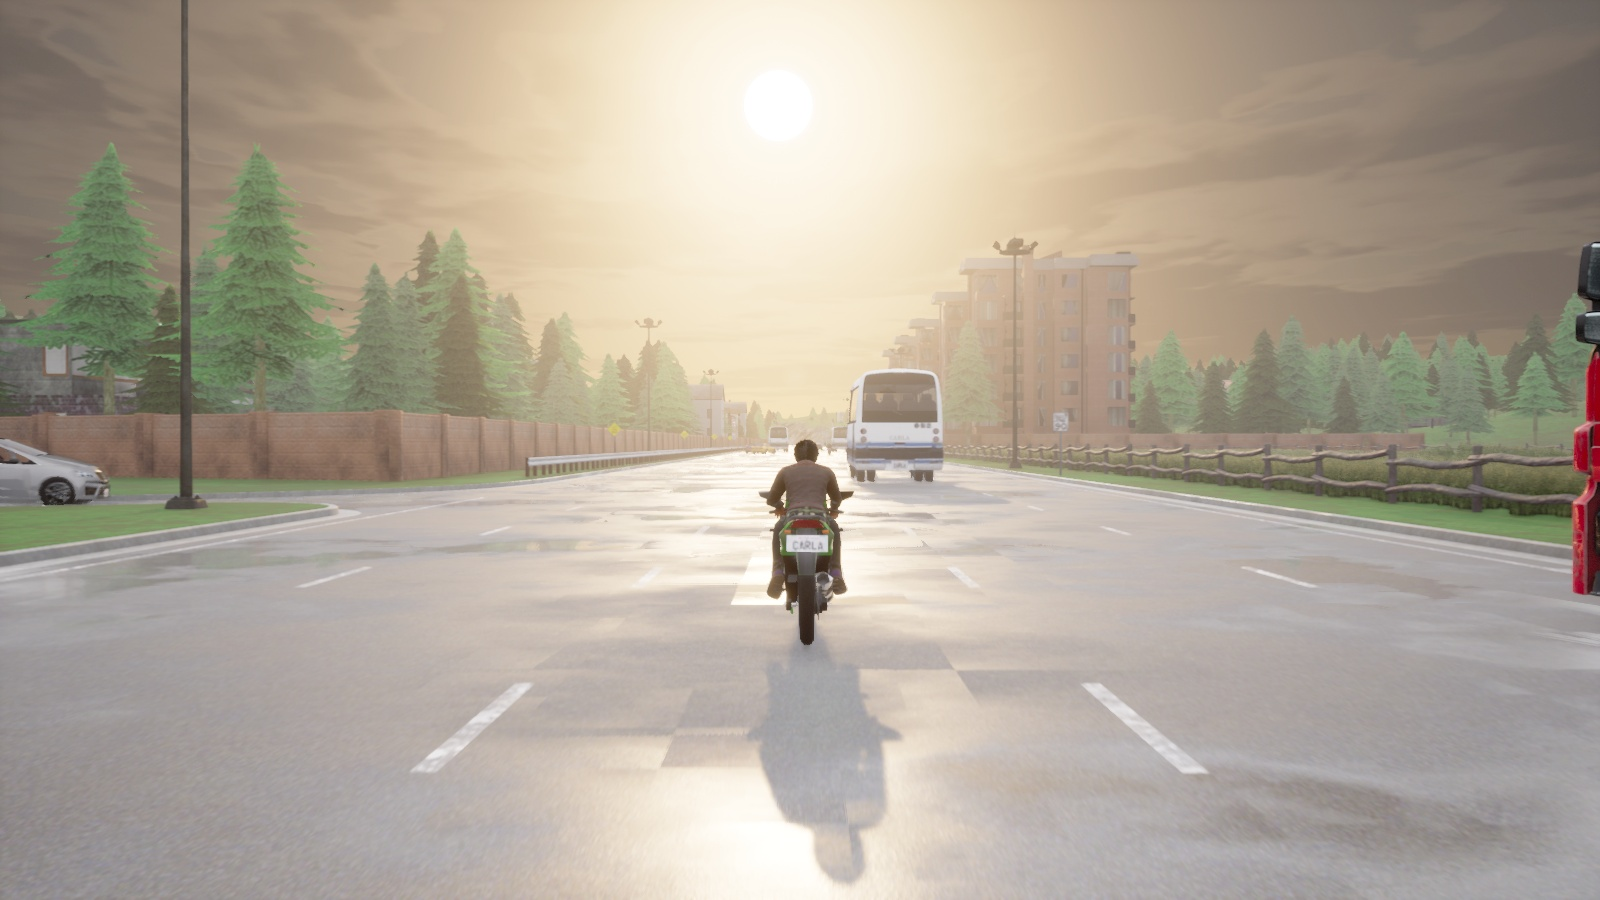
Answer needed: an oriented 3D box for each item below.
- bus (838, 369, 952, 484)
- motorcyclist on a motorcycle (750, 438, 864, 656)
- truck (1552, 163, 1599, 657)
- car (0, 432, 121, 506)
[{"bbox_3d":[3.670,-0.918,51.574,3.944,4.253,10.273,0,1,0],"label":"bus"},{"bbox_3d":[0.049,0.673,9.803,0.797,1.523,2.044,0,0,0],"label":"motorcyclist on a motorcycle"},{"bbox_3d":[7.038,-0.260,5.369,2.891,3.462,7.936,0,0,0],"label":"truck"},{"bbox_3d":[-18.543,0.412,29.081,4.611,1.667,2.242,0,1,-18],"label":"car"}]
